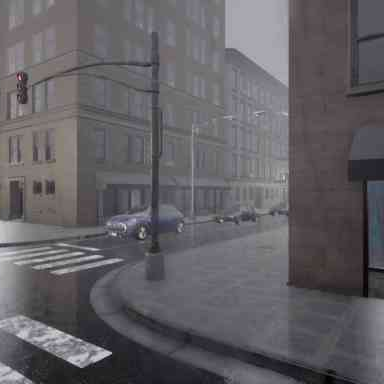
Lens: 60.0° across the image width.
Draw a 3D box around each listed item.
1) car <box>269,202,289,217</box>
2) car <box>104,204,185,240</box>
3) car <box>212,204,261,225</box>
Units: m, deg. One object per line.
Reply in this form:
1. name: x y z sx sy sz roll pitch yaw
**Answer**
1. car: 9.842 1.743 34.757 2.033 1.411 5.357 0 0 36
2. car: -2.384 1.432 17.574 2.097 1.767 4.553 0 0 35
3. car: 3.653 1.686 26.075 2.033 1.411 5.357 0 0 35
